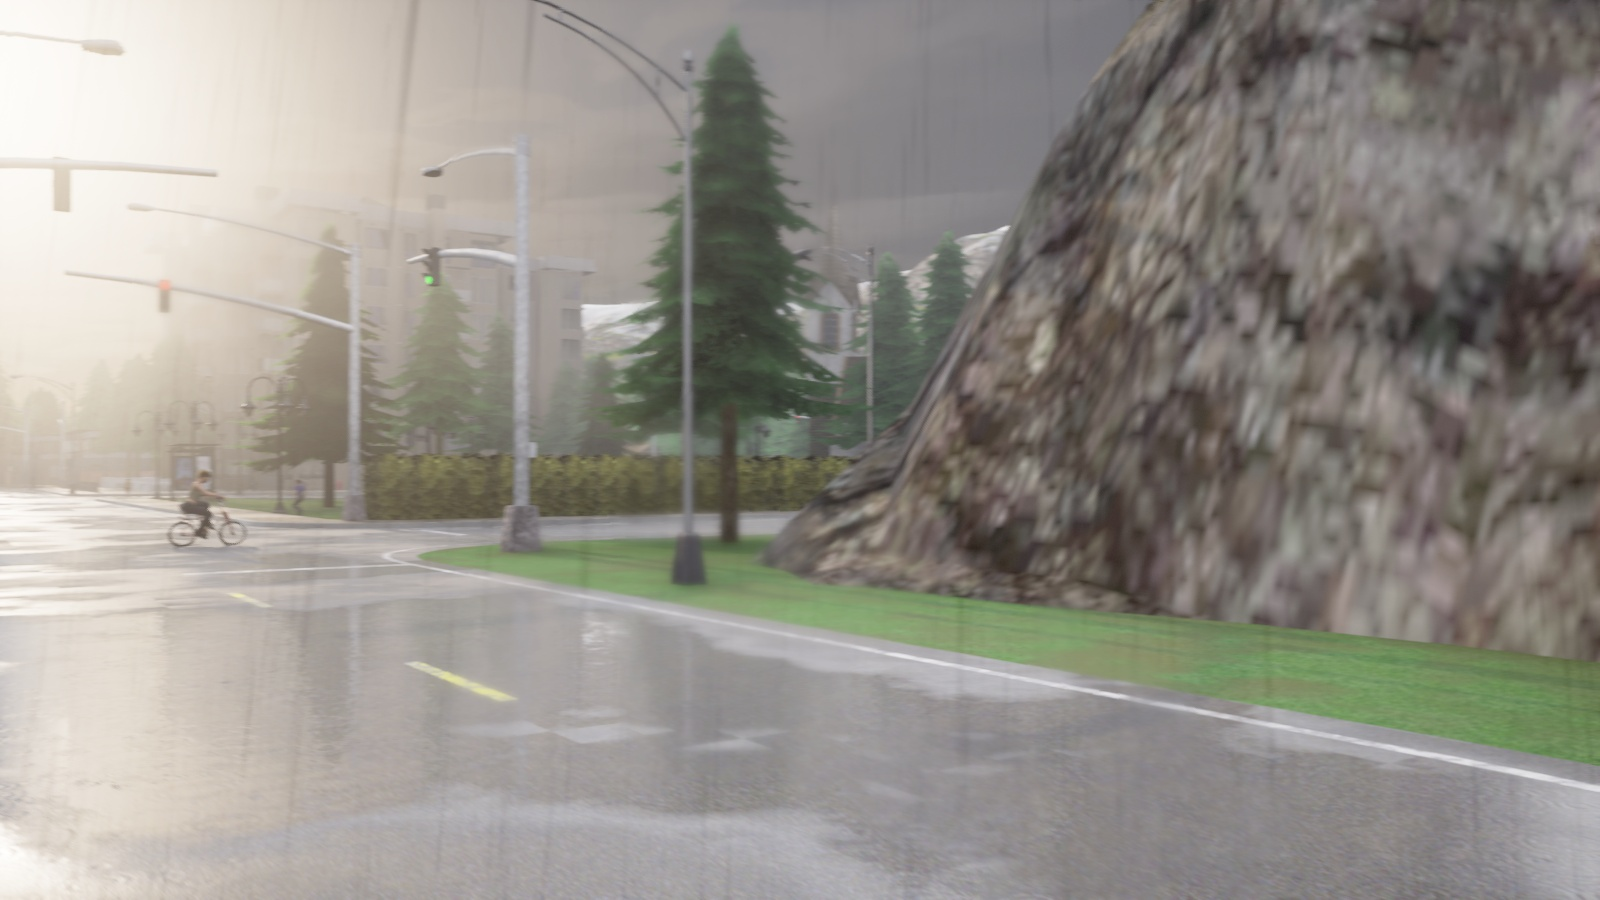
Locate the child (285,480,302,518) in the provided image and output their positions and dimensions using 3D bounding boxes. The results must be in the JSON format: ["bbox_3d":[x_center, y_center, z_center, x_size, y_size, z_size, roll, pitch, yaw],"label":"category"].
[{"bbox_3d":[-16.670,1.615,41.317,0.437,1.263,0.270,-1,-1,18],"label":"child"}]

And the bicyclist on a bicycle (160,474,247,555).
[{"bbox_3d":[-12.418,1.316,26.148,1.509,1.612,0.866,0,-1,-35],"label":"bicyclist on a bicycle"}]
